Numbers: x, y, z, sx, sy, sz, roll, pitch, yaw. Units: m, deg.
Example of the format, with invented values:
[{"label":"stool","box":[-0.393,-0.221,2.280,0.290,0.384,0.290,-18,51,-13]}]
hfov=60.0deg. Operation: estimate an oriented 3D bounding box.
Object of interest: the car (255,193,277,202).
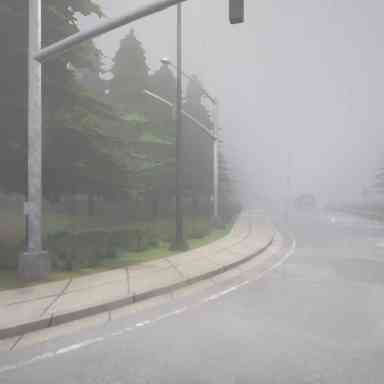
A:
[{"label":"car","box":[17.060,1.510,78.709,4.892,1.490,1.837,-1,0,-32]}]

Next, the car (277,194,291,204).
[{"label":"car","box":[17.781,1.352,62.277,2.097,1.767,4.553,0,0,8]}]

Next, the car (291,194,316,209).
[{"label":"car","box":[15.404,1.221,45.527,2.150,2.045,5.566,0,0,9]}]
